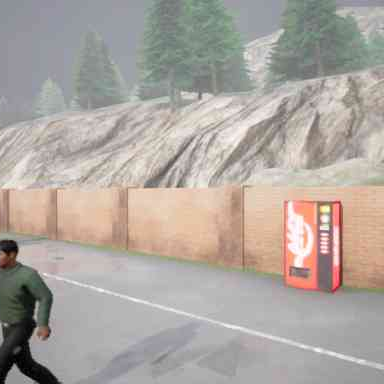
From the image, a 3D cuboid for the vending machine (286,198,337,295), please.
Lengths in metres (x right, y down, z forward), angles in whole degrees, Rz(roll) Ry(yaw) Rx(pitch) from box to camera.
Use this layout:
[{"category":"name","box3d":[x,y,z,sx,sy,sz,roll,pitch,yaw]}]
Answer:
[{"category":"vending machine","box3d":[2.878,1.195,7.955,0.880,2.100,1.100,0,0,36]}]

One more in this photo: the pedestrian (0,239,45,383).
[{"category":"pedestrian","box3d":[-1.708,1.294,3.170,0.375,1.860,0.375,0,0,37]}]
